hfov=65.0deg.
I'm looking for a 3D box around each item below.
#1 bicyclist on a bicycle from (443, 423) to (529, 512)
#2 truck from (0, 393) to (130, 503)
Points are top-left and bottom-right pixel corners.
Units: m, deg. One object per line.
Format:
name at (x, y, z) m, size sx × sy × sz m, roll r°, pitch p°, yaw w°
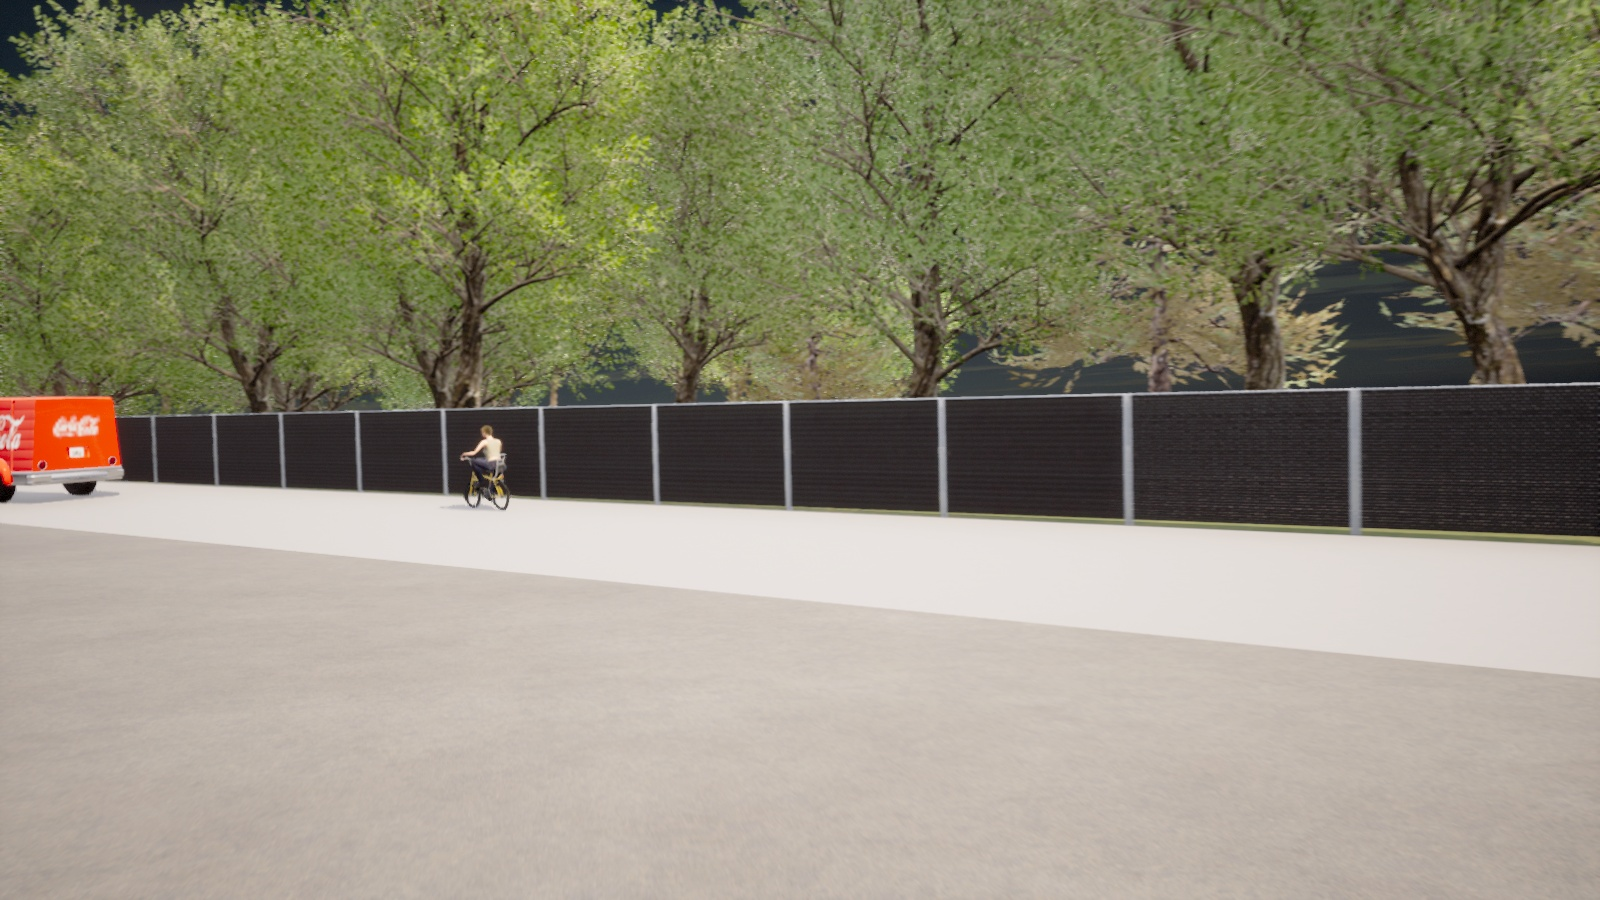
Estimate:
bicyclist on a bicycle at (-6.007, 0.313, 23.981) m, size 1.509 × 1.612 × 0.866 m, roll 1°, pitch 3°, yaw 43°
truck at (-19.388, -0.086, 30.543) m, size 5.204 × 2.467 × 2.627 m, roll 0°, pitch 3°, yaw 22°
